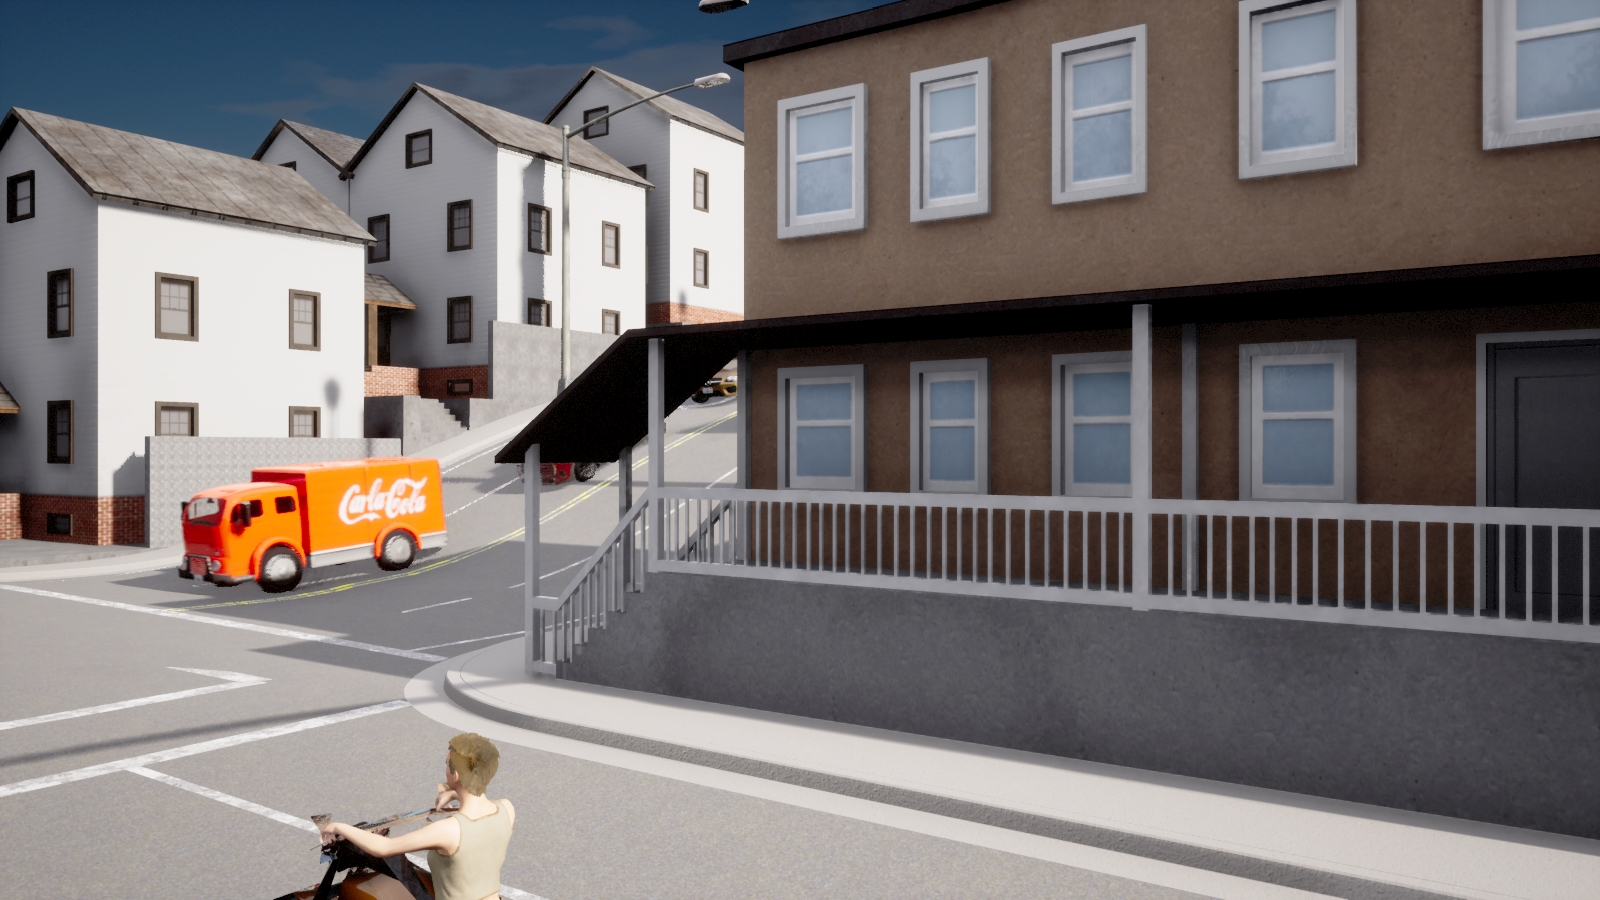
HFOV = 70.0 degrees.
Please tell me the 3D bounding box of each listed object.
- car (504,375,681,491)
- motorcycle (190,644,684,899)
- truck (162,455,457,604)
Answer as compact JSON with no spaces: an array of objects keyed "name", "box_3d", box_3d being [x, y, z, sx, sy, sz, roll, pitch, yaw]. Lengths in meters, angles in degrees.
[{"name":"car","box_3d":[-5.710,-0.553,32.062,2.097,1.767,4.553,0,20,34]},{"name":"motorcycle","box_3d":[-1.647,1.905,4.943,2.356,1.802,0.764,0,0,35]},{"name":"truck","box_3d":[-10.525,1.559,24.966,2.627,2.467,5.204,1,5,34]}]
